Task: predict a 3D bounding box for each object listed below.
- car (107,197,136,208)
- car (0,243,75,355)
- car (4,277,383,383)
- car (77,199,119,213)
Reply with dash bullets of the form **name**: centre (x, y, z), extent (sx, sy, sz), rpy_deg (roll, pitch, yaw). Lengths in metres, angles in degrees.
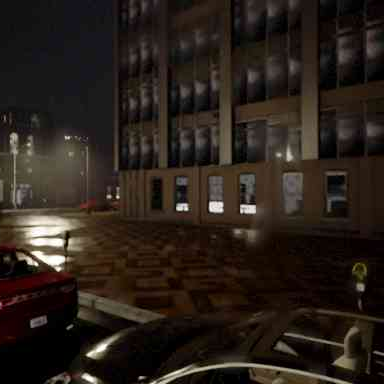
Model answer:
- **car**: centre (-10.543, 1.554, 49.909), extent (1.967, 1.590, 4.097), rpy_deg (-1, -1, 36)
- **car**: centre (-3.789, 1.531, 5.585), extent (4.507, 1.381, 1.887), rpy_deg (0, 0, 36)
- **car**: centre (0.844, 1.550, 2.278), extent (4.403, 1.369, 2.008), rpy_deg (0, 0, 36)
- **car**: centre (-10.339, 1.614, 36.003), extent (1.802, 1.307, 4.206), rpy_deg (-1, -1, 36)
